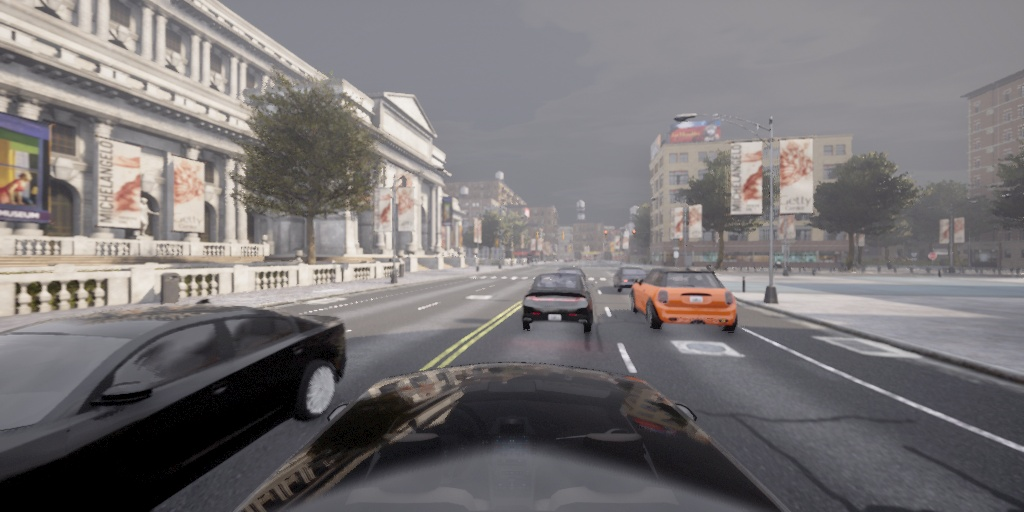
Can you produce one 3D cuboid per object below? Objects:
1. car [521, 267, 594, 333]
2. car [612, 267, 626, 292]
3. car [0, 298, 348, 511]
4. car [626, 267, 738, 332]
[{"bbox_3d":[1.450,1.261,10.925,2.128,1.511,4.902,0,0,10],"label":"car"},{"bbox_3d":[7.063,1.348,21.323,2.033,1.411,5.357,0,0,12],"label":"car"},{"bbox_3d":[-3.385,1.224,3.057,1.882,1.535,5.008,0,0,4],"label":"car"},{"bbox_3d":[5.068,1.129,11.224,2.097,1.767,4.553,0,0,10],"label":"car"}]
